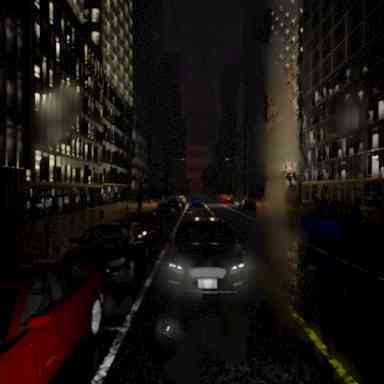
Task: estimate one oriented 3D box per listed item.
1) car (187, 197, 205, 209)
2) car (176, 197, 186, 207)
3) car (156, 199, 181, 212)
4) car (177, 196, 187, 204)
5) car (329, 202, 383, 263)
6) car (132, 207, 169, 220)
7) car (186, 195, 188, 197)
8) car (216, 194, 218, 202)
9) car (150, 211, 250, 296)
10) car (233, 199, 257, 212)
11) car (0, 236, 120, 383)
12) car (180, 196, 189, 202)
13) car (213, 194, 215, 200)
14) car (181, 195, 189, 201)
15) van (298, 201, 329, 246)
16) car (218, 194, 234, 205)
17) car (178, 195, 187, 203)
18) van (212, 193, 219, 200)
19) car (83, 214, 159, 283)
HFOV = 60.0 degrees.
[{"bbox_3d":[0.668,1.477,45.919,1.882,1.535,5.008,0,0,0],"label":"car"},{"bbox_3d":[-2.085,1.550,37.927,2.008,1.369,4.403,-1,0,0],"label":"car"},{"bbox_3d":[-2.163,1.550,26.560,2.008,1.369,4.403,-1,0,0],"label":"car"},{"bbox_3d":[-1.890,1.523,66.175,1.752,1.417,4.829,0,0,0],"label":"car"},{"bbox_3d":[6.097,1.318,9.452,2.192,1.841,5.009,-1,0,0],"label":"car"},{"bbox_3d":[-2.241,1.581,15.193,1.802,1.307,4.206,-1,0,0],"label":"car"},{"bbox_3d":[-1.968,1.438,54.978,1.967,1.590,4.097,-1,0,0],"label":"car"},{"bbox_3d":[6.489,1.316,66.288,2.192,1.841,5.009,-1,0,0],"label":"car"},{"bbox_3d":[0.311,1.492,8.814,2.128,1.511,4.902,0,0,0],"label":"car"},{"bbox_3d":[6.296,1.554,37.869,2.008,1.369,4.403,-1,0,0],"label":"car"},{"bbox_3d":[-2.320,1.544,3.826,1.887,1.381,4.507,-1,0,0],"label":"car"},{"bbox_3d":[-1.811,1.562,77.712,1.947,1.339,4.313,0,0,0],"label":"car"},{"bbox_3d":[6.569,1.440,77.654,1.967,1.590,4.097,-1,0,0],"label":"car"},{"bbox_3d":[-1.732,1.544,89.079,2.008,1.369,4.403,0,0,0],"label":"car"},{"bbox_3d":[6.137,1.344,15.136,1.690,1.788,3.998,-1,0,0],"label":"van"},{"bbox_3d":[6.450,1.317,60.604,2.192,1.841,5.009,-1,0,0],"label":"car"},{"bbox_3d":[-2.006,1.580,49.294,1.802,1.307,4.206,-1,0,0],"label":"car"},{"bbox_3d":[6.685,1.337,94.704,1.690,1.788,3.998,-1,0,0],"label":"van"},{"bbox_3d":[-2.281,1.550,9.510,2.008,1.369,4.403,-1,0,0],"label":"car"}]
